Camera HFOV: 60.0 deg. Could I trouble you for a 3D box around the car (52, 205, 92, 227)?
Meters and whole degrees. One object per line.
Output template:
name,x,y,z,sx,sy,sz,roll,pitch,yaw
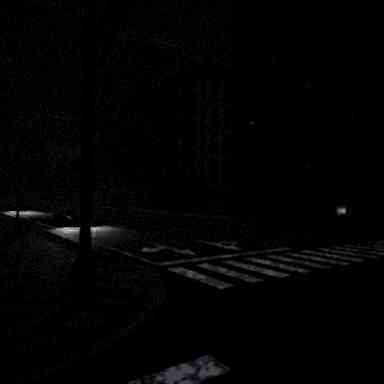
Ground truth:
car,-8.754,1.659,24.017,1.812,1.442,4.674,1,-1,-36

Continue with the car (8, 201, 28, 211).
car,-22.908,1.810,43.803,1.895,1.301,4.718,1,-1,-36
